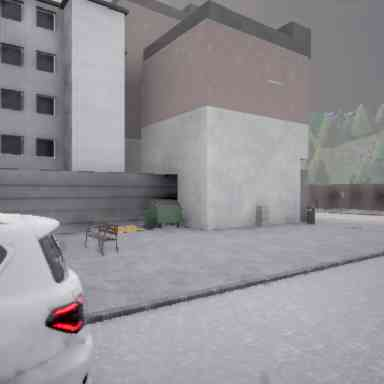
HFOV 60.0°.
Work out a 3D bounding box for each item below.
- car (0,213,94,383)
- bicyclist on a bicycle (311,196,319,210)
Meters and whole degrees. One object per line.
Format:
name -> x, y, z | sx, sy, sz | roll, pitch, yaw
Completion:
car -> -3.496, 1.221, 2.099 | 5.566, 2.045, 2.150 | 0, 0, -35
bicyclist on a bicycle -> 14.704, 1.349, 39.842 | 1.656, 1.620, 0.582 | 0, 0, -36
